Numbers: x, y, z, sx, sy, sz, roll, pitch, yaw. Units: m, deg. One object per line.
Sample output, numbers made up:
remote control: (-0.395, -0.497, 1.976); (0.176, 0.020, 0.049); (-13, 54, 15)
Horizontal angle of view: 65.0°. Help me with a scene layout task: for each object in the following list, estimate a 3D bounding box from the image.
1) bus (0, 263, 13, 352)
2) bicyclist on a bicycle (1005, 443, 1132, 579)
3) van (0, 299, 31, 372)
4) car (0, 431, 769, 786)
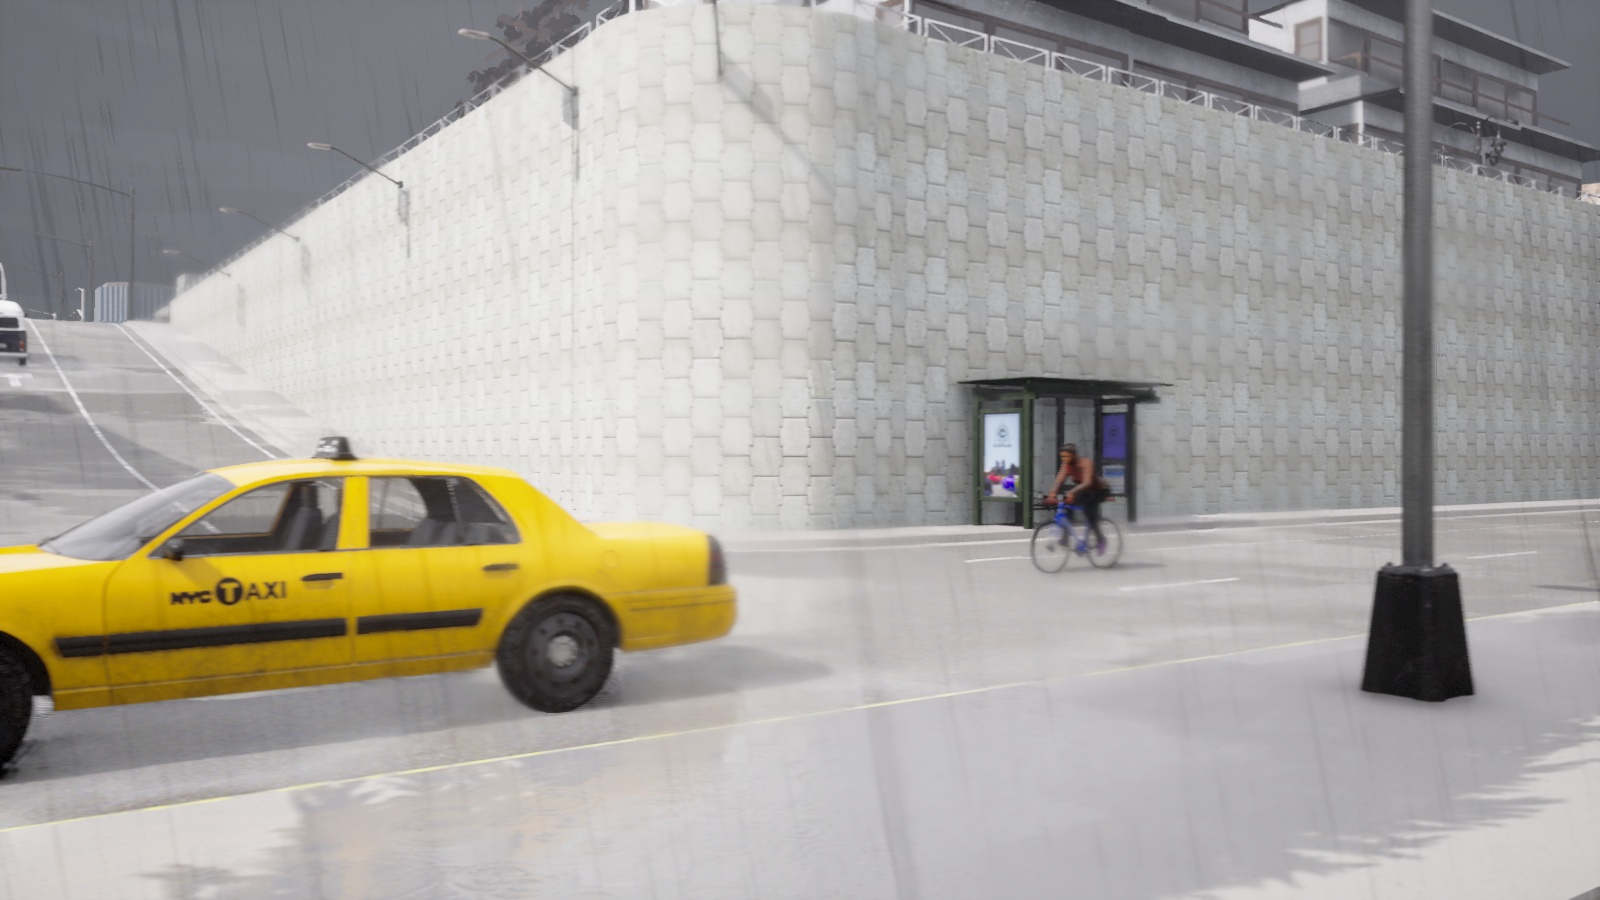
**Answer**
bus: (-48.999, -8.347, 73.987); (3.944, 4.253, 10.273); (0, 0, -35)
bicyclist on a bicycle: (3.380, 0.729, 15.759); (1.656, 1.620, 0.582); (0, 0, -35)
van: (-28.845, -4.170, 44.881); (2.069, 2.038, 4.480); (0, 11, -35)
car: (-2.910, 0.702, 7.115); (5.366, 1.575, 1.801); (0, 0, -35)
